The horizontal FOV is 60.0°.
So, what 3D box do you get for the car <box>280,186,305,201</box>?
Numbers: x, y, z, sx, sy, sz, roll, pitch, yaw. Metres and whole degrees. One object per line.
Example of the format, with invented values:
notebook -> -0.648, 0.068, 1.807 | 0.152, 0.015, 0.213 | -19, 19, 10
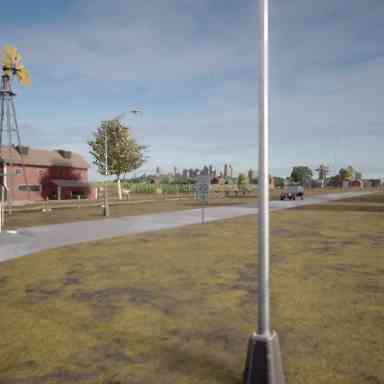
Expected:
car -> 14.912, 0.206, 49.157 | 2.150, 2.045, 5.566 | 1, 2, 36
